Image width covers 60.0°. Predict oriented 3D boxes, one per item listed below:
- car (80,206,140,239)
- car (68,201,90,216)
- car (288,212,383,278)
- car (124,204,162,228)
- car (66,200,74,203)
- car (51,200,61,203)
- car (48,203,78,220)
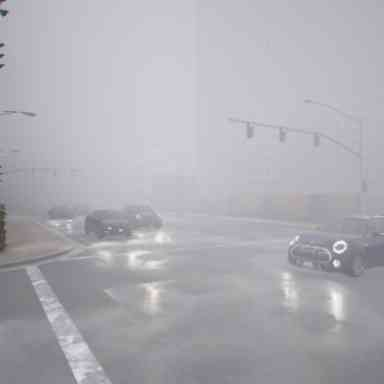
[{"bbox_3d":[-5.015,1.816,19.746,1.837,1.490,4.892,1,-1,-31],"label":"car"},{"bbox_3d":[-13.309,2.178,40.598,2.033,1.411,5.357,1,-1,-30],"label":"car"},{"bbox_3d":[5.298,1.554,10.908,4.553,1.767,2.097,1,-1,-32],"label":"car"},{"bbox_3d":[-3.949,1.752,24.805,2.097,1.767,4.553,1,-1,-31],"label":"car"},{"bbox_3d":[-30.179,2.725,82.733,2.128,1.511,4.902,1,-1,-31],"label":"car"},{"bbox_3d":[-33.186,2.700,80.943,2.033,1.411,5.357,1,-1,-31],"label":"car"},{"bbox_3d":[-13.356,2.081,33.786,1.994,1.385,4.181,1,-1,-31],"label":"car"}]
